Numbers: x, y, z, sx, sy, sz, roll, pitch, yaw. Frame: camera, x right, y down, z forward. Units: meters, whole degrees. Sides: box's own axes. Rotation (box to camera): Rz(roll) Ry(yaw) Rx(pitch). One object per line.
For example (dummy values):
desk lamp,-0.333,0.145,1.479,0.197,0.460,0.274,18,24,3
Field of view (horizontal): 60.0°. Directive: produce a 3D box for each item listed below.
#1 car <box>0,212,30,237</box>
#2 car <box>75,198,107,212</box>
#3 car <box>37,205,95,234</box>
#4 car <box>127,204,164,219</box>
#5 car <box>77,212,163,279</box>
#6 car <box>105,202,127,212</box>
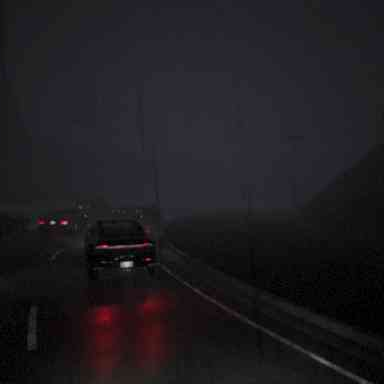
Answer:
car,-11.259,1.821,19.507,1.895,1.301,4.718,0,-1,-5
car,-10.036,1.631,34.465,2.150,2.045,5.566,0,0,13
car,-7.901,1.791,20.959,2.033,1.411,5.357,0,-1,-4
car,-3.826,1.855,30.019,2.128,1.511,4.902,0,-1,8
car,-2.431,1.619,10.607,2.128,1.511,4.902,0,-1,-19
car,-6.483,1.962,34.546,2.033,1.411,5.357,0,-1,15
